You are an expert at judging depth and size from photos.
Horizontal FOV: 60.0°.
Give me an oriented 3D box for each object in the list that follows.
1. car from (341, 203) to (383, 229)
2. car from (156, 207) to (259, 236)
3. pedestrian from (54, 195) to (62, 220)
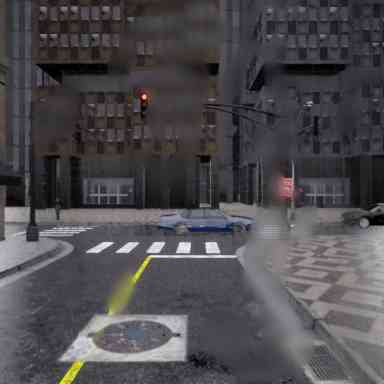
[{"bbox_3d":[12.058,1.458,21.032,5.008,1.535,1.882,0,0,1],"label":"car"},{"bbox_3d":[0.788,1.543,17.964,5.357,1.411,2.033,0,0,1],"label":"car"},{"bbox_3d":[-9.812,1.152,24.334,0.375,1.860,0.375,0,0,1],"label":"pedestrian"}]
